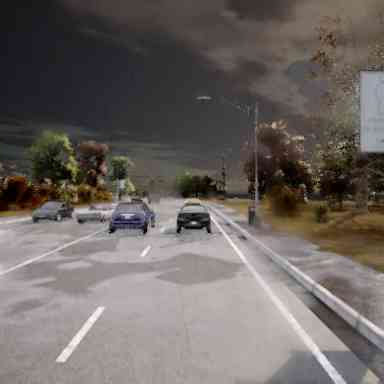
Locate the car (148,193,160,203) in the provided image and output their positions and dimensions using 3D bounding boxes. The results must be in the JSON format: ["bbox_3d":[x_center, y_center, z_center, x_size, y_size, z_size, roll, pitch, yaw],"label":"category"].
[{"bbox_3d":[-7.454,1.230,65.724,2.150,2.045,5.566,0,0,-2],"label":"car"}]

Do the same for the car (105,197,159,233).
[{"bbox_3d":[-3.405,1.355,19.749,2.097,1.767,4.553,0,0,0],"label":"car"}]

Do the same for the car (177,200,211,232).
[{"bbox_3d":[0.095,1.481,19.992,1.882,1.535,5.008,0,0,0],"label":"car"}]

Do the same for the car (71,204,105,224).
[{"bbox_3d":[-7.105,1.605,25.018,1.895,1.301,4.718,0,0,0],"label":"car"}]

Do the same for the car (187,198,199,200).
[{"bbox_3d":[0.093,1.485,38.390,1.882,1.535,5.008,0,0,0],"label":"car"}]

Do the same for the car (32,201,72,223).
[{"bbox_3d":[-10.603,1.509,25.816,1.837,1.490,4.892,0,0,0],"label":"car"}]
